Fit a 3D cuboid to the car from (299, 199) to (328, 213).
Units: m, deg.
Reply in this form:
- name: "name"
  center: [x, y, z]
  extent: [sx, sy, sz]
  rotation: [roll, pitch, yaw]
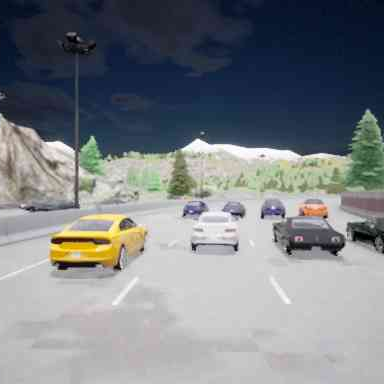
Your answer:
- name: "car"
  center: [11.007, 1.402, 30.383]
  extent: [2.097, 1.767, 4.553]
  rotation: [0, 0, 14]

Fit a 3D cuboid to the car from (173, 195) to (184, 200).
- name: "car"
  center: [-1.572, 1.513, 75.267]
  extent: [1.882, 1.535, 5.008]
  rotation: [0, 0, 28]

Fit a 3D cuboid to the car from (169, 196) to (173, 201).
- name: "car"
  center: [-3.684, 1.549, 78.659]
  extent: [1.837, 1.490, 4.892]
  rotation: [0, 0, 28]

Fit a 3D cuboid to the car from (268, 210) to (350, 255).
- name: "car"
  center: [4.429, 1.622, 13.403]
  extent: [1.895, 1.301, 4.718]
  rotation: [0, 0, 6]

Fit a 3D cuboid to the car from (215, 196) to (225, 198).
- name: "car"
  center: [6.207, 1.607, 74.834]
  extent: [2.033, 1.411, 5.357]
  rotation: [0, 0, 28]

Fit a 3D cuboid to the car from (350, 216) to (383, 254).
- name: "car"
  center: [7.960, 1.631, 13.545]
  extent: [1.895, 1.301, 4.718]
  rotation: [0, 0, 6]

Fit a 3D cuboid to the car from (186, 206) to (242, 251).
- name: "car"
  center: [1.035, 1.540, 14.243]
  extent: [1.812, 1.442, 4.674]
  rotation: [0, 0, 6]

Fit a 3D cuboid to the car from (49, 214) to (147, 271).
- name: "car"
  center: [-2.800, 1.480, 11.048]
  extent: [1.882, 1.535, 5.008]
  rotation: [0, 0, 4]

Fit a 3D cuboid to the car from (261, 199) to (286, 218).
- name: "car"
  center: [7.373, 1.394, 30.273]
  extent: [2.097, 1.767, 4.553]
  rotation: [0, 0, 13]

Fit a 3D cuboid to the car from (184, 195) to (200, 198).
- name: "car"
  center: [0.680, 1.651, 72.055]
  extent: [1.895, 1.301, 4.718]
  rotation: [0, 0, 26]

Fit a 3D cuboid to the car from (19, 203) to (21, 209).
- name: "car"
  center: [-18.981, 1.478, 40.935]
  extent: [2.128, 1.511, 4.902]
  rotation: [0, 0, 15]

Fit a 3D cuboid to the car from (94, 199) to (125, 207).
- name: "car"
  center: [-9.162, 1.513, 37.090]
  extent: [1.837, 1.490, 4.892]
  rotation: [0, 0, 15]

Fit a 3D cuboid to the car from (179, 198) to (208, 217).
- name: "car"
  center: [0.416, 1.551, 31.303]
  extent: [1.812, 1.442, 4.674]
  rotation: [0, 0, 13]

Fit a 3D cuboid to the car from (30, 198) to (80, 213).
- name: "car"
  center: [-13.562, 1.542, 33.938]
  extent: [2.033, 1.411, 5.357]
  rotation: [0, 0, 13]

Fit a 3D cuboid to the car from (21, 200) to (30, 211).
- name: "car"
  center: [-16.267, 1.539, 37.656]
  extent: [2.033, 1.411, 5.357]
  rotation: [0, 0, 14]

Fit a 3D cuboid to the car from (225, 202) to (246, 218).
- name: "car"
  center: [3.956, 1.598, 31.027]
  extent: [1.994, 1.385, 4.181]
  rotation: [0, 0, 13]
